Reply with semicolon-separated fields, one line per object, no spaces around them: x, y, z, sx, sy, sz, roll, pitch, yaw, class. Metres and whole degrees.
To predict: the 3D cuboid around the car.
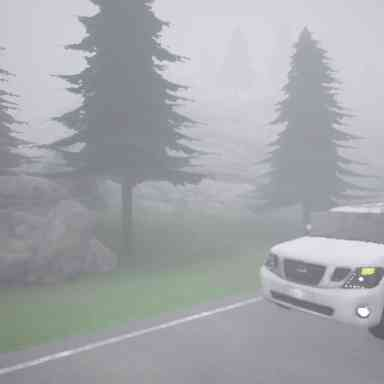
3.882;1.265;6.927;5.566;2.045;2.150;0;-1;-37;car
